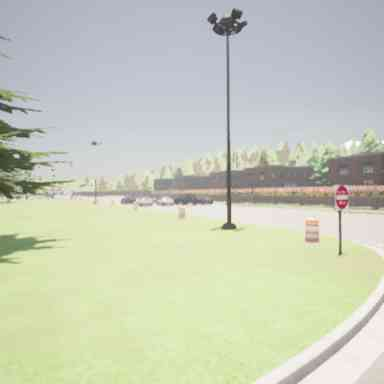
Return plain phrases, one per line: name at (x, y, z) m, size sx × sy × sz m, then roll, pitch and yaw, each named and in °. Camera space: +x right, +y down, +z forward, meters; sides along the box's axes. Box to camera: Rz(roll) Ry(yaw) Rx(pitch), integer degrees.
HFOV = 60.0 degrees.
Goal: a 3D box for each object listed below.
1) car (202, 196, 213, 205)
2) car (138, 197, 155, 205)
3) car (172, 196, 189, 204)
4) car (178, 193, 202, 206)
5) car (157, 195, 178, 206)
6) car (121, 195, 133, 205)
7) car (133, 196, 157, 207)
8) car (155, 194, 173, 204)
car at (1.952, 1.460, 57.563) m, size 2.128 × 1.511 × 4.902 m, roll 0°, pitch 0°, yaw -24°
car at (-8.664, 1.659, 63.657) m, size 1.895 × 1.301 × 4.718 m, roll -1°, pitch 0°, yaw -25°
car at (-2.306, 1.567, 66.586) m, size 1.994 × 1.385 × 4.181 m, roll -1°, pitch 0°, yaw -25°
car at (-0.998, 1.216, 55.601) m, size 2.150 × 2.045 × 5.566 m, roll 0°, pitch 0°, yaw -25°
car at (-4.393, 1.550, 54.610) m, size 1.812 × 1.442 × 4.674 m, roll 0°, pitch 0°, yaw -24°
car at (-11.813, 1.437, 62.125) m, size 2.097 × 1.767 × 4.553 m, roll -1°, pitch 0°, yaw -25°
car at (-7.562, 1.577, 53.126) m, size 1.812 × 1.442 × 4.674 m, roll 0°, pitch 0°, yaw -24°
car at (-5.468, 1.382, 65.081) m, size 2.097 × 1.767 × 4.553 m, roll -1°, pitch 0°, yaw -25°
